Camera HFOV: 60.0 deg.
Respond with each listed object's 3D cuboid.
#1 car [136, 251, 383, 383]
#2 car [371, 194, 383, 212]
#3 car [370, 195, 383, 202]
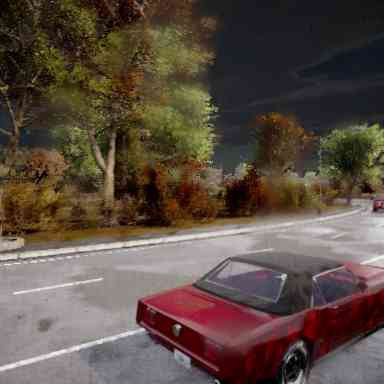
[{"bbox_3d":[1.639,1.613,5.161,4.718,1.301,1.895,0,0,-38],"label":"car"},{"bbox_3d":[22.147,1.260,38.106,2.150,2.045,5.566,0,0,33],"label":"car"},{"bbox_3d":[40.863,1.313,73.408,1.812,1.442,4.674,0,0,14],"label":"car"}]
